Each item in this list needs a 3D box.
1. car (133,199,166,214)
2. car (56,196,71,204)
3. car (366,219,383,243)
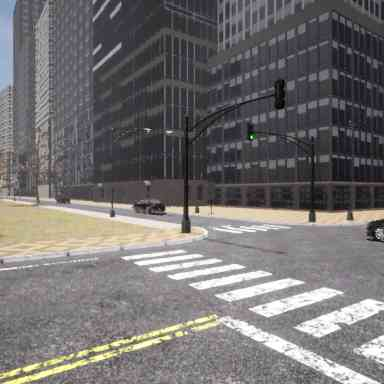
[{"bbox_3d":[-4.585,1.493,35.022,2.128,1.511,4.902,0,0,-35],"label":"car"},{"bbox_3d":[-24.713,1.512,63.735,1.837,1.490,4.892,0,0,-35],"label":"car"},{"bbox_3d":[9.918,1.509,13.954,1.837,1.490,4.892,0,0,-33],"label":"car"}]
